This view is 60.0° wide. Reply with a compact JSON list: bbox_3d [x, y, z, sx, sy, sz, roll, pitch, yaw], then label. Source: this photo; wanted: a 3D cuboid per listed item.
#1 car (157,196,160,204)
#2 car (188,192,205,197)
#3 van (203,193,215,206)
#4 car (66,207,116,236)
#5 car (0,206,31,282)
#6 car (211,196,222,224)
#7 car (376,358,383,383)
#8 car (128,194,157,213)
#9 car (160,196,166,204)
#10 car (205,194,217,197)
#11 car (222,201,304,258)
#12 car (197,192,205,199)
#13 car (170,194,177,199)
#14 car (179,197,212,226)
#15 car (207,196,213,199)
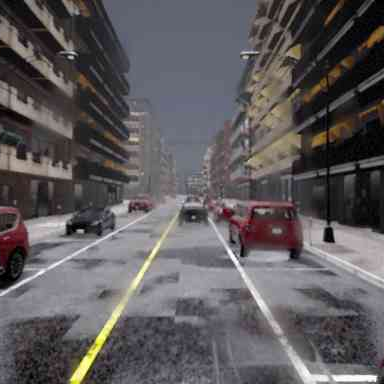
[{"bbox_3d":[-5.293,1.384,40.107,1.887,1.381,4.507,1,0,0],"label":"car"},{"bbox_3d":[0.103,1.189,40.398,2.097,1.767,4.553,0,0,0],"label":"car"},{"bbox_3d":[2.559,1.154,51.114,1.690,1.788,3.998,1,0,0],"label":"van"},{"bbox_3d":[-5.295,1.481,17.986,1.947,1.339,4.313,1,0,0],"label":"car"},{"bbox_3d":[-5.289,1.280,6.923,2.192,1.841,5.009,1,0,0],"label":"car"},{"bbox_3d":[2.554,1.334,23.457,1.967,1.590,4.097,1,0,0],"label":"car"},{"bbox_3d":[2.595,1.433,1.332,1.967,1.590,4.097,1,0,0],"label":"car"},{"bbox_3d":[-5.288,1.170,34.575,2.192,1.841,5.009,1,0,0],"label":"car"},{"bbox_3d":[-5.293,1.384,56.701,1.802,1.307,4.206,1,0,0],"label":"car"},{"bbox_3d":[2.559,1.140,45.582,2.192,1.841,5.009,1,0,0],"label":"car"},{"bbox_3d":[2.557,1.255,12.393,2.192,1.841,5.009,1,0,0],"label":"car"},{"bbox_3d":[2.597,1.049,94.826,2.192,1.841,5.009,1,0,0],"label":"car"},{"bbox_3d":[-5.288,1.300,94.781,1.947,1.339,4.313,1,0,0],"label":"car"},{"bbox_3d":[0.104,1.375,22.567,1.882,1.535,5.008,0,0,0],"label":"car"},{"bbox_3d":[2.553,1.437,34.520,1.802,1.307,4.206,1,0,0],"label":"car"}]
